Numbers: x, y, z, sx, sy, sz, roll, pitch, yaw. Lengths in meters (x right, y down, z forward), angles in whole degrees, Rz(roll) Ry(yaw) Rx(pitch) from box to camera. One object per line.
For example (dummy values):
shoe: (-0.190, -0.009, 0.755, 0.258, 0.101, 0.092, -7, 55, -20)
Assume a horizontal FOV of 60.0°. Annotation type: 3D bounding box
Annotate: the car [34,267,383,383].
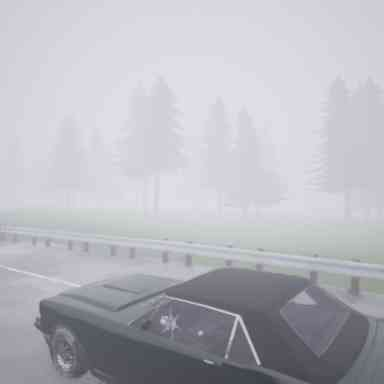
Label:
car: (0.237, 1.601, 3.820, 4.718, 1.301, 1.895, 0, 0, 35)
